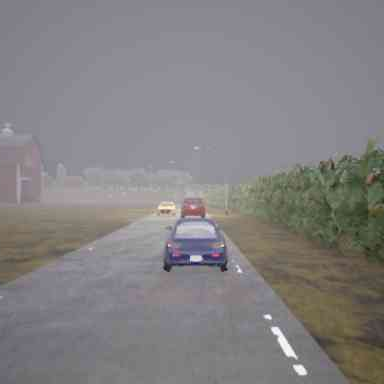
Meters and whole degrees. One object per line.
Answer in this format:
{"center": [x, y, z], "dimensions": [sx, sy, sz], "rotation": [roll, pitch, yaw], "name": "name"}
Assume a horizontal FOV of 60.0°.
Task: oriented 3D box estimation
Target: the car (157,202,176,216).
{"center": [-2.740, 1.831, 36.661], "dimensions": [1.882, 1.535, 5.008], "rotation": [0, -1, 0], "name": "car"}

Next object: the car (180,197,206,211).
{"center": [0.107, 1.476, 30.627], "dimensions": [2.150, 2.045, 5.566], "rotation": [0, -1, 0], "name": "car"}

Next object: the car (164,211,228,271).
{"center": [0.107, 1.578, 11.016], "dimensions": [1.812, 1.442, 4.674], "rotation": [0, 0, 0], "name": "car"}
